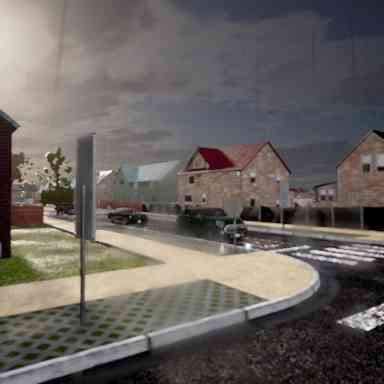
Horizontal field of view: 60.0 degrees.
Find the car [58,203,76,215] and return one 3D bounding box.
[{"bbox_3d":[-16.425,2.213,44.079,1.837,1.490,4.892,1,-2,-34],"label":"car"}]

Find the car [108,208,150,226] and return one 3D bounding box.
[{"bbox_3d":[-5.316,2.019,27.610,1.895,1.301,4.718,1,-1,-34],"label":"car"}]

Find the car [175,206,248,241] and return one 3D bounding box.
[{"bbox_3d":[0.972,1.603,18.351,2.097,1.767,4.553,1,-1,-34],"label":"car"}]
